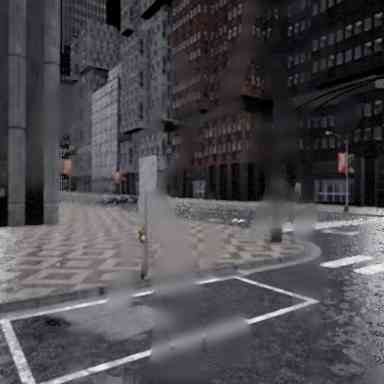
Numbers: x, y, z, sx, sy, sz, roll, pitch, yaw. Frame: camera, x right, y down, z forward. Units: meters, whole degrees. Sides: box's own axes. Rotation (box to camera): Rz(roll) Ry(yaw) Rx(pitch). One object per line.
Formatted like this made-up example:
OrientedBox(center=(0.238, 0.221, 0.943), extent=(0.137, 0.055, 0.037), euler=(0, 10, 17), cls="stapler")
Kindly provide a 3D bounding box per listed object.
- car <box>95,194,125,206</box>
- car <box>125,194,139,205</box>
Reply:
OrientedBox(center=(-11.480, 1.039, 44.985), extent=(2.033, 1.411, 5.357), euler=(0, 1, -36), cls="car")
OrientedBox(center=(-8.839, 1.051, 46.879), extent=(2.033, 1.411, 5.357), euler=(0, 1, -36), cls="car")
